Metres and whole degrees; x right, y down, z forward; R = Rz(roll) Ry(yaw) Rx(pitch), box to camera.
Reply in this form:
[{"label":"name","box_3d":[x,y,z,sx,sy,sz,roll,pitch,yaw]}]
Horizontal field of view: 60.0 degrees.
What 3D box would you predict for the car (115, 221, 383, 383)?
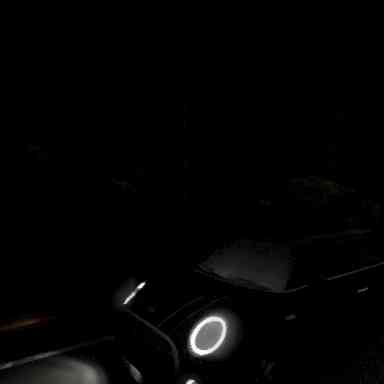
[{"label":"car","box_3d":[1.230,1.345,4.861,4.553,1.767,2.097,0,0,-35]}]
